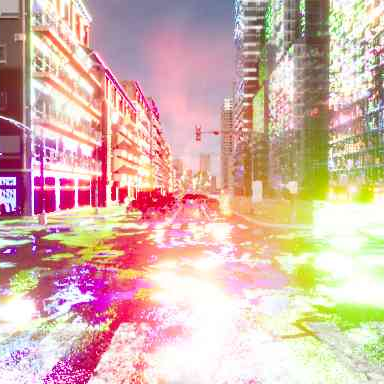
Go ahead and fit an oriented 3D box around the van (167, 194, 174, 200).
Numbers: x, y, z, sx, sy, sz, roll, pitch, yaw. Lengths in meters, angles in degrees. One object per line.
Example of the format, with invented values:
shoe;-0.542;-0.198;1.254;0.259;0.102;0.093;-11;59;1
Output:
van;-5.982;1.350;91.872;1.690;1.788;3.998;-1;0;0

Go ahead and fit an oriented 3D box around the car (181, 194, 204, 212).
car;-0.025;1.216;38.100;2.150;2.045;5.566;0;0;0

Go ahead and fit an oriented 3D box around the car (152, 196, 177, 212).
car;-3.207;1.559;39.096;1.994;1.385;4.181;0;0;0

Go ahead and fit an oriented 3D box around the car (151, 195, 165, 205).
car;-5.878;1.439;57.979;1.967;1.590;4.097;-1;0;0

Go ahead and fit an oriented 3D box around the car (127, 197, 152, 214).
car;-5.807;1.540;35.384;1.887;1.381;4.507;-1;0;0

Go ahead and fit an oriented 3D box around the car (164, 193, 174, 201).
car;-5.966;1.322;86.224;2.192;1.841;5.009;-1;0;0

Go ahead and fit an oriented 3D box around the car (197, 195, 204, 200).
car;2.367;1.534;92.126;1.752;1.417;4.829;-1;0;0

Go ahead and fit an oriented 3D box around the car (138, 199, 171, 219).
car;-3.187;1.560;29.170;1.994;1.385;4.181;0;0;0

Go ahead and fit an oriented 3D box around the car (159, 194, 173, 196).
car;-3.237;1.488;49.218;2.128;1.511;4.902;0;0;0

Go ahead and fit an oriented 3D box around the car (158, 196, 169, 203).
car;-5.910;1.583;69.278;1.802;1.307;4.206;-1;0;0

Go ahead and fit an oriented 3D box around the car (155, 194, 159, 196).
car;-5.862;1.312;52.331;2.192;1.841;5.009;-1;0;0

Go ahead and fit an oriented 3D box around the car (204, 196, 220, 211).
car;2.522;1.540;41.115;1.887;1.381;4.507;-1;0;0

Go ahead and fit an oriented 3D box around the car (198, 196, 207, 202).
car;2.419;1.548;75.009;1.887;1.381;4.507;-1;0;0

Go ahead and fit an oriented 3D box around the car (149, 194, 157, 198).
car;-5.826;1.436;41.033;1.967;1.590;4.097;-1;0;0

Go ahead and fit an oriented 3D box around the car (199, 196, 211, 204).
car;2.454;1.551;63.711;2.008;1.369;4.403;-1;0;0
